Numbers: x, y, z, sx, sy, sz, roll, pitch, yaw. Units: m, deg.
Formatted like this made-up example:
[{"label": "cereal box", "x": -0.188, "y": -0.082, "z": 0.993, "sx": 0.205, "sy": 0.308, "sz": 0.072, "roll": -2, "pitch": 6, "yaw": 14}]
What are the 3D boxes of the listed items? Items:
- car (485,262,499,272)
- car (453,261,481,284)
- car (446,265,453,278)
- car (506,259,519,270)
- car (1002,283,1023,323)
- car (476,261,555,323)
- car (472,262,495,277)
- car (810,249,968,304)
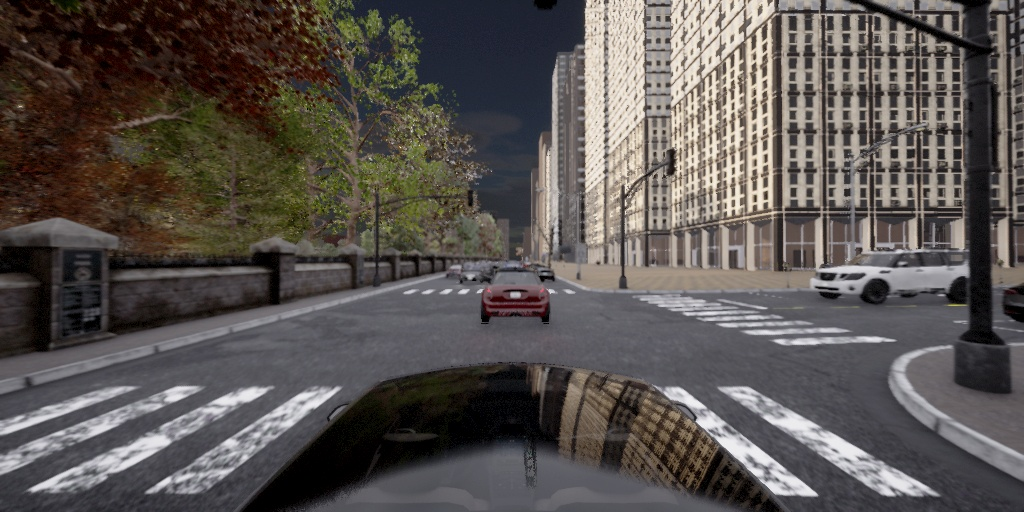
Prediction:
[{"label": "car", "x": -3.011, "y": 1.682, "z": 55.906, "sx": 1.895, "sy": 1.301, "sz": 4.718, "roll": 0, "pitch": 0, "yaw": 1}, {"label": "car", "x": -3.074, "y": 1.402, "z": 29.089, "sx": 2.128, "sy": 1.511, "sz": 4.902, "roll": 0, "pitch": 0, "yaw": 1}, {"label": "car", "x": -5.677, "y": 1.540, "z": 36.861, "sx": 1.802, "sy": 1.307, "sz": 4.207, "roll": 0, "pitch": 0, "yaw": 0}, {"label": "car", "x": 0.056, "y": 1.468, "z": 61.248, "sx": 2.097, "sy": 1.767, "sz": 4.553, "roll": 0, "pitch": -1, "yaw": 1}, {"label": "car", "x": 14.688, "y": 1.063, "z": 8.640, "sx": 4.313, "sy": 1.339, "sz": 1.948, "roll": 0, "pitch": 0, "yaw": 0}, {"label": "car", "x": 0.104, "y": 1.164, "z": 12.526, "sx": 2.097, "sy": 1.767, "sz": 4.553, "roll": 0, "pitch": 0, "yaw": 0}, {"label": "car", "x": -3.070, "y": 1.466, "z": 39.486, "sx": 2.128, "sy": 1.511, "sz": 4.902, "roll": 0, "pitch": 0, "yaw": 0}, {"label": "car", "x": 15.344, "y": 0.765, "z": 14.444, "sx": 5.566, "sy": 2.045, "sz": 2.150, "roll": -1, "pitch": -1, "yaw": 0}]
